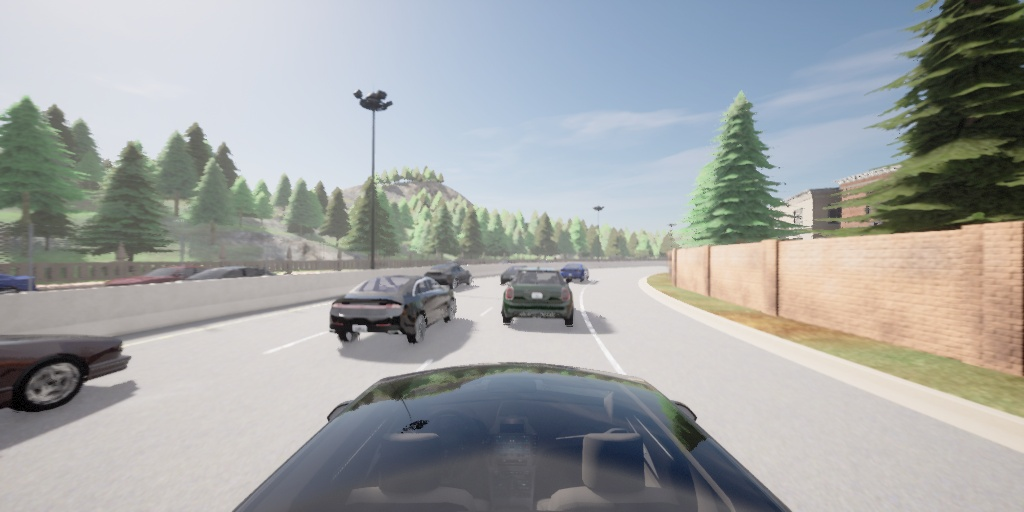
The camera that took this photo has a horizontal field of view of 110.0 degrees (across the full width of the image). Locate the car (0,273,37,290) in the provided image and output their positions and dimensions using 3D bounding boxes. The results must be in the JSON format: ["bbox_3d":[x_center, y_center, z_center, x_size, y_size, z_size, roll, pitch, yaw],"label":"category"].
[{"bbox_3d":[-20.329,1.162,12.342,1.882,1.535,5.008,0,0,6],"label":"car"}]

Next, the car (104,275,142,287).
[{"bbox_3d":[-16.151,1.200,17.264,1.882,1.535,5.008,0,0,9],"label":"car"}]

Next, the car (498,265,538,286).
[{"bbox_3d":[0.563,1.402,27.001,1.994,1.385,4.181,0,0,16],"label":"car"}]

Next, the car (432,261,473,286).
[{"bbox_3d":[-4.054,1.307,23.361,1.837,1.490,4.892,0,0,13],"label":"car"}]

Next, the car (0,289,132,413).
[{"bbox_3d":[-6.823,1.268,2.982,2.033,1.411,5.357,0,0,2],"label":"car"}]

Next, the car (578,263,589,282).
[{"bbox_3d":[5.408,1.352,30.617,1.882,1.535,5.008,0,0,19],"label":"car"}]

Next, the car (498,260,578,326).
[{"bbox_3d":[0.964,1.142,12.177,2.097,1.767,4.553,0,0,7],"label":"car"}]

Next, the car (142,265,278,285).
[{"bbox_3d":[-12.808,1.240,16.046,1.837,1.490,4.892,0,0,9],"label":"car"}]

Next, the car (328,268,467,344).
[{"bbox_3d":[-2.861,1.254,9.640,2.128,1.511,4.902,0,0,5],"label":"car"}]
